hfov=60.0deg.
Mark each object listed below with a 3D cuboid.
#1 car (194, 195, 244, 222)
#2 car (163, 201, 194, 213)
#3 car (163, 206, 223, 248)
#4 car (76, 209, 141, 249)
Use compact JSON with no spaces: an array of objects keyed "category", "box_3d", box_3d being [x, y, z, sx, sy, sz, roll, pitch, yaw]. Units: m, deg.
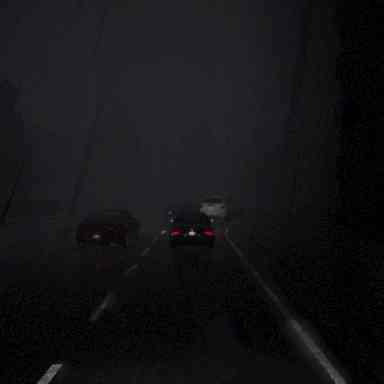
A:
[{"category":"car","box_3d":[2.530,1.258,26.988,2.150,2.045,5.566,0,0,25]},{"category":"car","box_3d":[-0.647,1.485,28.456,1.882,1.535,5.008,0,0,25]},{"category":"car","box_3d":[0.000,1.563,14.650,2.033,1.411,5.357,0,0,0]},{"category":"car","box_3d":[-3.500,1.485,14.650,1.882,1.535,5.008,0,0,0]}]
